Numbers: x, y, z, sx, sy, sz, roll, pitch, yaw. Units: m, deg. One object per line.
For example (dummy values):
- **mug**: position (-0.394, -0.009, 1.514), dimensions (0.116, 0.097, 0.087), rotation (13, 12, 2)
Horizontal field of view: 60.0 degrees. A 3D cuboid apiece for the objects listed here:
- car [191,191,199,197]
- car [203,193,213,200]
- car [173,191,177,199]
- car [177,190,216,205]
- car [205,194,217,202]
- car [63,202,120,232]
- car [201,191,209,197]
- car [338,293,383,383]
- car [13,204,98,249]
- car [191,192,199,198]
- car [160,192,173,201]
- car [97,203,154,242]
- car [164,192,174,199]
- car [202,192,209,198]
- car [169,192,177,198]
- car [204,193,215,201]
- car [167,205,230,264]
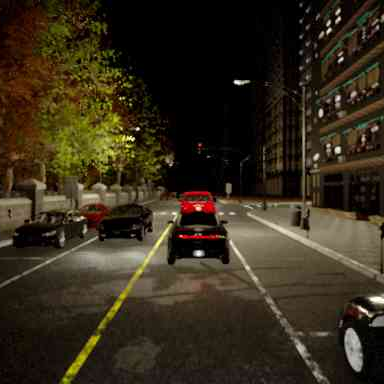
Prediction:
- **car**: position (0.827, 0.547, 94.454), dimensions (2.033, 1.411, 5.357), rotation (0, 0, 1)
- **car**: position (3.290, 0.920, 68.413), dimensions (1.947, 1.339, 4.313), rotation (0, 0, 1)
- **car**: position (-2.351, 0.528, 74.216), dimensions (2.150, 2.045, 5.566), rotation (0, 0, 1)
- **car**: position (0.297, 1.007, 21.586), dimensions (2.150, 2.045, 5.566), rotation (0, 1, -2)
- **car**: position (3.191, 1.020, 57.149), dimensions (1.947, 1.339, 4.313), rotation (0, 1, 1)
- **car**: position (-5.649, 1.352, 19.307), dimensions (1.887, 1.381, 4.507), rotation (0, 1, 0)
- **car**: position (3.488, 0.602, 90.940), dimensions (1.967, 1.590, 4.097), rotation (0, 0, 1)
- **car**: position (2.714, 1.523, 2.621), dimensions (2.008, 1.369, 4.403), rotation (0, 1, 1)
- **car**: position (-5.646, 1.412, 13.768), dimensions (2.008, 1.369, 4.403), rotation (0, 1, 0)
- **car**: position (0.735, 0.687, 84.039), dimensions (1.882, 1.535, 5.008), rotation (0, 0, 1)
- **car**: position (-5.139, 0.984, 62.854), dimensions (1.802, 1.307, 4.206), rotation (0, 1, 1)
- **car**: position (-2.944, 1.320, 15.704), dimensions (1.882, 1.535, 5.008), rotation (0, 1, 1)
- **car**: position (-5.040, 0.743, 74.117), dimensions (1.967, 1.590, 4.097), rotation (0, 0, 1)
- **car**: position (3.439, 0.753, 85.309), dimensions (1.887, 1.381, 4.507), rotation (0, 0, 1)
- **car**: position (-4.943, 0.734, 85.212), dimensions (1.752, 1.417, 4.829), rotation (0, 0, 1)
- **car**: position (3.241, 0.970, 62.781), dimensions (1.947, 1.339, 4.313), rotation (0, 1, 1)
- **car**: position (0.198, 1.389, 11.312), dimensions (1.837, 1.490, 4.892), rotation (0, 0, 0)
